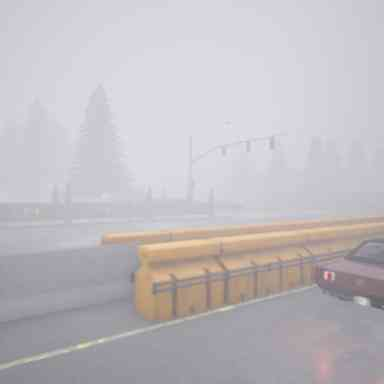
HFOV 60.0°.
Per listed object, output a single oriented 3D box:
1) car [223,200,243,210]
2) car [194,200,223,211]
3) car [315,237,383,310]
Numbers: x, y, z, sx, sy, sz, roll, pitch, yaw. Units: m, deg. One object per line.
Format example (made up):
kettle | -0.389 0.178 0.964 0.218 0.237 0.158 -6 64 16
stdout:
car | 4.719 1.774 44.956 1.895 1.301 4.718 0 0 -35
car | 1.430 1.753 43.537 1.895 1.301 4.718 0 0 -35
car | 4.811 1.648 7.140 4.718 1.301 1.895 0 0 -35
